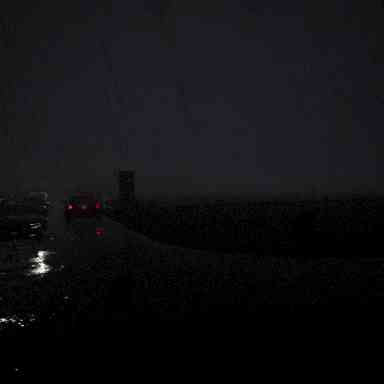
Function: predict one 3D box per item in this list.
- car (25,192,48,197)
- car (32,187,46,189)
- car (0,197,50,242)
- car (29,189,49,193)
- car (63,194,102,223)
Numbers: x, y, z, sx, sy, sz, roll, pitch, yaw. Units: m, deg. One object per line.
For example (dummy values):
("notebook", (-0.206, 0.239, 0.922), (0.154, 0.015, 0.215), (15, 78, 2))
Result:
("car", (-11.888, 1.042, 24.988), (1.837, 1.490, 4.892), (-1, 1, -23))
("car", (-19.980, 0.387, 43.545), (2.150, 2.045, 5.566), (-1, 2, -23))
("car", (-7.481, 1.215, 14.591), (1.882, 1.535, 5.008), (-1, 1, -21))
("car", (-15.905, 0.831, 34.182), (1.882, 1.535, 5.008), (-1, 2, -24))
("car", (-7.267, 0.912, 21.738), (2.097, 1.767, 4.553), (-1, 2, -23))
